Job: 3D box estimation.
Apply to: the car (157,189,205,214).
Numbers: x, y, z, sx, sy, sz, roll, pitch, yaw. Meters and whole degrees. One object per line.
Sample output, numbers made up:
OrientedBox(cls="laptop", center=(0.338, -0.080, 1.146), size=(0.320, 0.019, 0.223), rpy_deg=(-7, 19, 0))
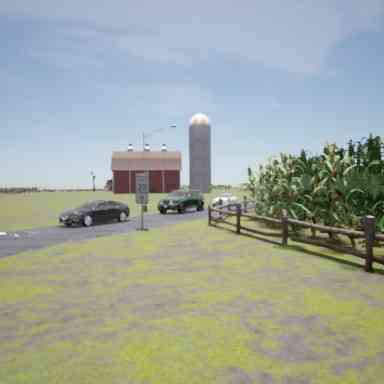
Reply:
OrientedBox(cls="car", center=(-0.839, 0.796, 29.609), size=(2.150, 2.045, 5.566), rpy_deg=(-1, 1, 29))

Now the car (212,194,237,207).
OrientedBox(cls="car", center=(3.851, 0.925, 38.588), size=(1.812, 1.442, 4.674), rpy_deg=(-1, 1, 26))

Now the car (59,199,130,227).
OrientedBox(cls="car", center=(-5.989, 1.253, 20.906), size=(1.837, 1.490, 4.892), rpy_deg=(-1, 1, 32))
